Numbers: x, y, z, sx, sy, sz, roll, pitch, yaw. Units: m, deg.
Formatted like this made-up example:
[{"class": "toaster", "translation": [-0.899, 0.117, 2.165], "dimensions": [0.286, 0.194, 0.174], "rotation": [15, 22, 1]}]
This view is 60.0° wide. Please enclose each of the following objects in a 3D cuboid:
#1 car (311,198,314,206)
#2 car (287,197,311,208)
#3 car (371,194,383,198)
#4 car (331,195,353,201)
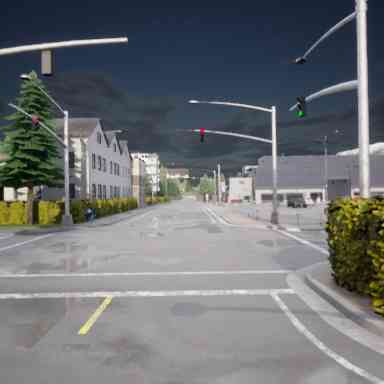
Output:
[{"class": "car", "translation": [19.091, 1.561, 56.182], "dimensions": [1.970, 1.475, 3.806], "rotation": [-1, -1, 0]}, {"class": "car", "translation": [15.443, 1.618, 49.125], "dimensions": [2.007, 1.523, 4.514], "rotation": [-1, -1, 0]}, {"class": "car", "translation": [19.129, 1.176, 31.256], "dimensions": [1.905, 1.878, 3.866], "rotation": [-1, -1, 0]}, {"class": "car", "translation": [25.506, 1.386, 56.519], "dimensions": [2.152, 1.636, 5.027], "rotation": [-1, -1, 0]}]
